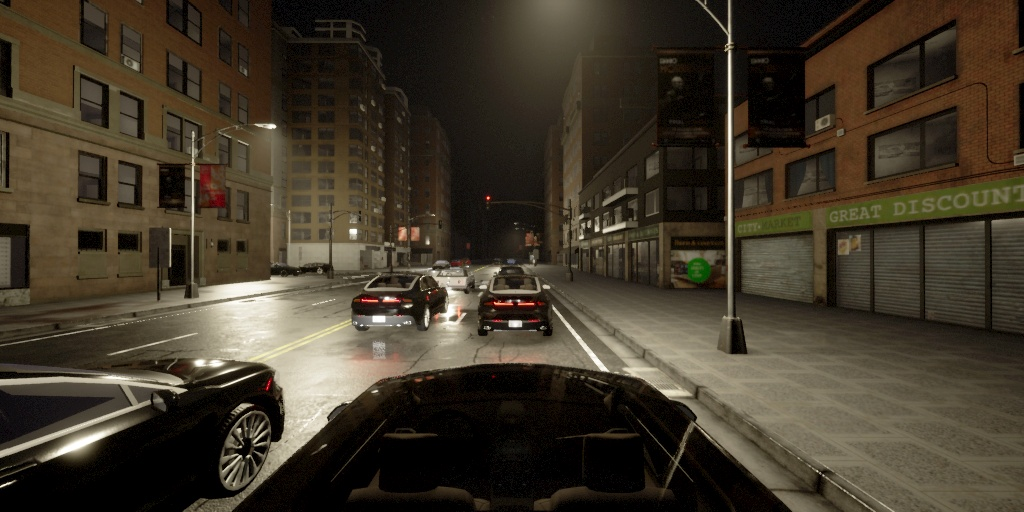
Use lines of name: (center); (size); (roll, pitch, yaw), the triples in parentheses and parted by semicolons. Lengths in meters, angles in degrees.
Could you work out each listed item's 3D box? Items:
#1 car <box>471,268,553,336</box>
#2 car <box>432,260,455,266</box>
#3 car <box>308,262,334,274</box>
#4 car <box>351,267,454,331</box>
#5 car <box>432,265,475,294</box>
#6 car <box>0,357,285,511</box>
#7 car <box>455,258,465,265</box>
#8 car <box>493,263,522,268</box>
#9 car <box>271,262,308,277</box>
car: (0.081, 1.256, 10.372); (1.837, 1.490, 4.892); (0, 0, 0)
car: (-9.952, 1.316, 50.933); (2.033, 1.411, 5.357); (0, 0, 0)
car: (-22.230, 1.347, 40.036); (4.313, 1.339, 1.948); (0, 0, 0)
car: (-3.171, 1.256, 10.962); (1.837, 1.490, 4.892); (0, 0, 0)
car: (-3.190, 1.354, 20.275); (1.895, 1.301, 4.718); (0, 0, 0)
car: (-3.153, 1.242, 1.574); (2.128, 1.511, 4.902); (0, 0, 0)
car: (-9.947, 1.379, 62.865); (1.895, 1.301, 4.718); (0, 0, 0)
car: (-0.036, 1.278, 19.628); (1.812, 1.442, 4.674); (0, 0, 0)
car: (-22.612, 1.316, 34.555); (4.181, 1.385, 1.994); (0, 0, 0)
